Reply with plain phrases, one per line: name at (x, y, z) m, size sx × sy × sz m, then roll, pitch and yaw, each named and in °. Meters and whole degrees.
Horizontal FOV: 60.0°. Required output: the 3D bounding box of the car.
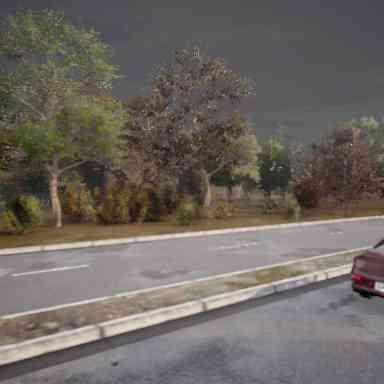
car at (5.244, 1.513, 7.179) m, size 4.674 × 1.442 × 1.812 m, roll 0°, pitch 0°, yaw -36°
